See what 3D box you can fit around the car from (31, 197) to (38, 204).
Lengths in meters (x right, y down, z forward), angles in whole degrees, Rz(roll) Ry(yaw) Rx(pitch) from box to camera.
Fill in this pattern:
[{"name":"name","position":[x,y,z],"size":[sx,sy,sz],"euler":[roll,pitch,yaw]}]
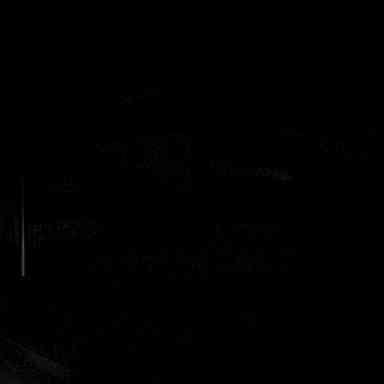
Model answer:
[{"name":"car","position":[-32.342,1.795,70.726],"size":[4.514,1.523,2.007],"euler":[-1,0,36]}]

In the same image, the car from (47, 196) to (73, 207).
[{"name":"car","position":[-21.152,1.458,54.664],"size":[4.605,1.855,1.932],"euler":[-1,0,36]}]

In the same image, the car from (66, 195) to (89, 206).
[{"name":"car","position":[-19.773,1.441,57.255],"size":[3.866,1.878,1.905],"euler":[-1,0,36]}]

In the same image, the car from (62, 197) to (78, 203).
[{"name":"car","position":[-31.300,1.914,85.336],"size":[3.806,1.475,1.970],"euler":[-1,0,36]}]
